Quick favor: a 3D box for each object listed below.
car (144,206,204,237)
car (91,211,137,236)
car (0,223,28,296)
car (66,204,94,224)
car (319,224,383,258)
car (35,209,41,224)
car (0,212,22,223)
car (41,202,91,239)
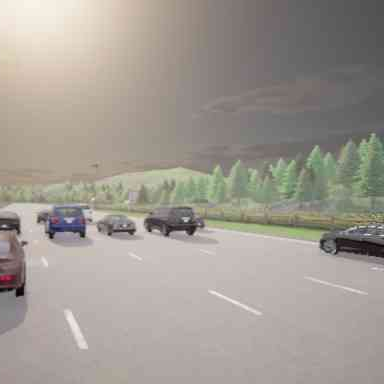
[{"bbox_3d":[-1.654,2.047,24.159,2.150,2.045,5.566,2,-2,-28],"label":"car"},{"bbox_3d":[-5.577,2.325,24.083,2.033,1.411,5.357,2,-2,-28],"label":"car"},{"bbox_3d":[-5.453,1.777,8.821,1.812,1.442,4.674,2,-2,-28],"label":"car"},{"bbox_3d":[-12.946,2.399,38.107,2.150,2.045,5.566,2,-2,-28],"label":"car"},{"bbox_3d":[7.650,2.074,13.972,2.128,1.511,4.902,2,-2,-28],"label":"car"},{"bbox_3d":[-15.745,2.572,35.892,1.837,1.490,4.892,2,-2,-28],"label":"car"},{"bbox_3d":[-13.571,2.167,24.250,1.882,1.535,5.008,2,-2,-28],"label":"car"},{"bbox_3d":[-8.552,1.903,22.238,2.150,2.045,5.566,2,-2,-28],"label":"car"}]
